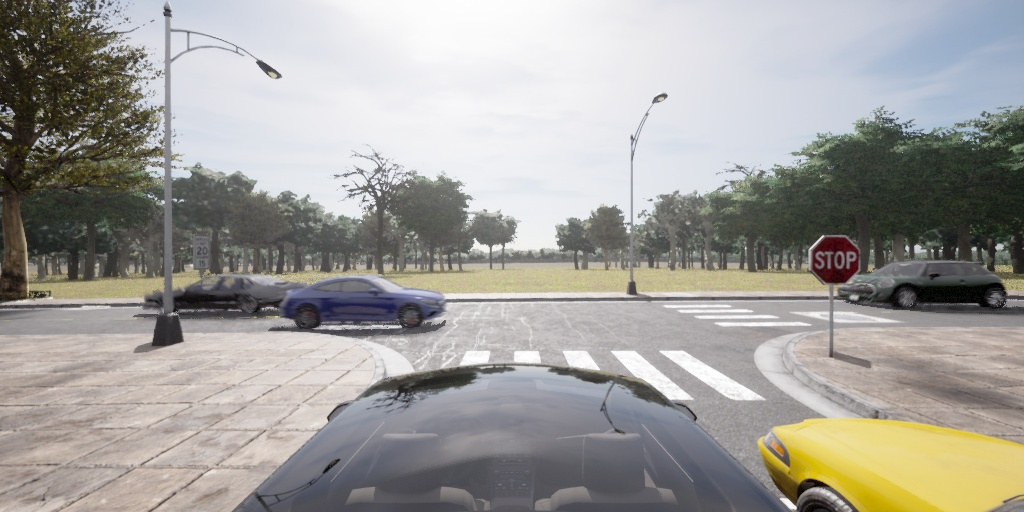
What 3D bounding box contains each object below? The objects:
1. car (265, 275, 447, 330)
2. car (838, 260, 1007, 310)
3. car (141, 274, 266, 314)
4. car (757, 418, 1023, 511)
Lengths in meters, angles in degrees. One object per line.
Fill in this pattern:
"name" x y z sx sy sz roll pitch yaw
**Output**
"car" -4.315 1.299 10.668 4.674 1.442 1.812 -1 0 1
"car" 15.046 0.957 13.378 4.553 1.767 2.097 0 0 1
"car" -10.709 1.407 13.697 5.357 1.411 2.033 -1 0 1
"car" 2.628 1.276 0.614 1.751 1.417 4.829 0 0 0
